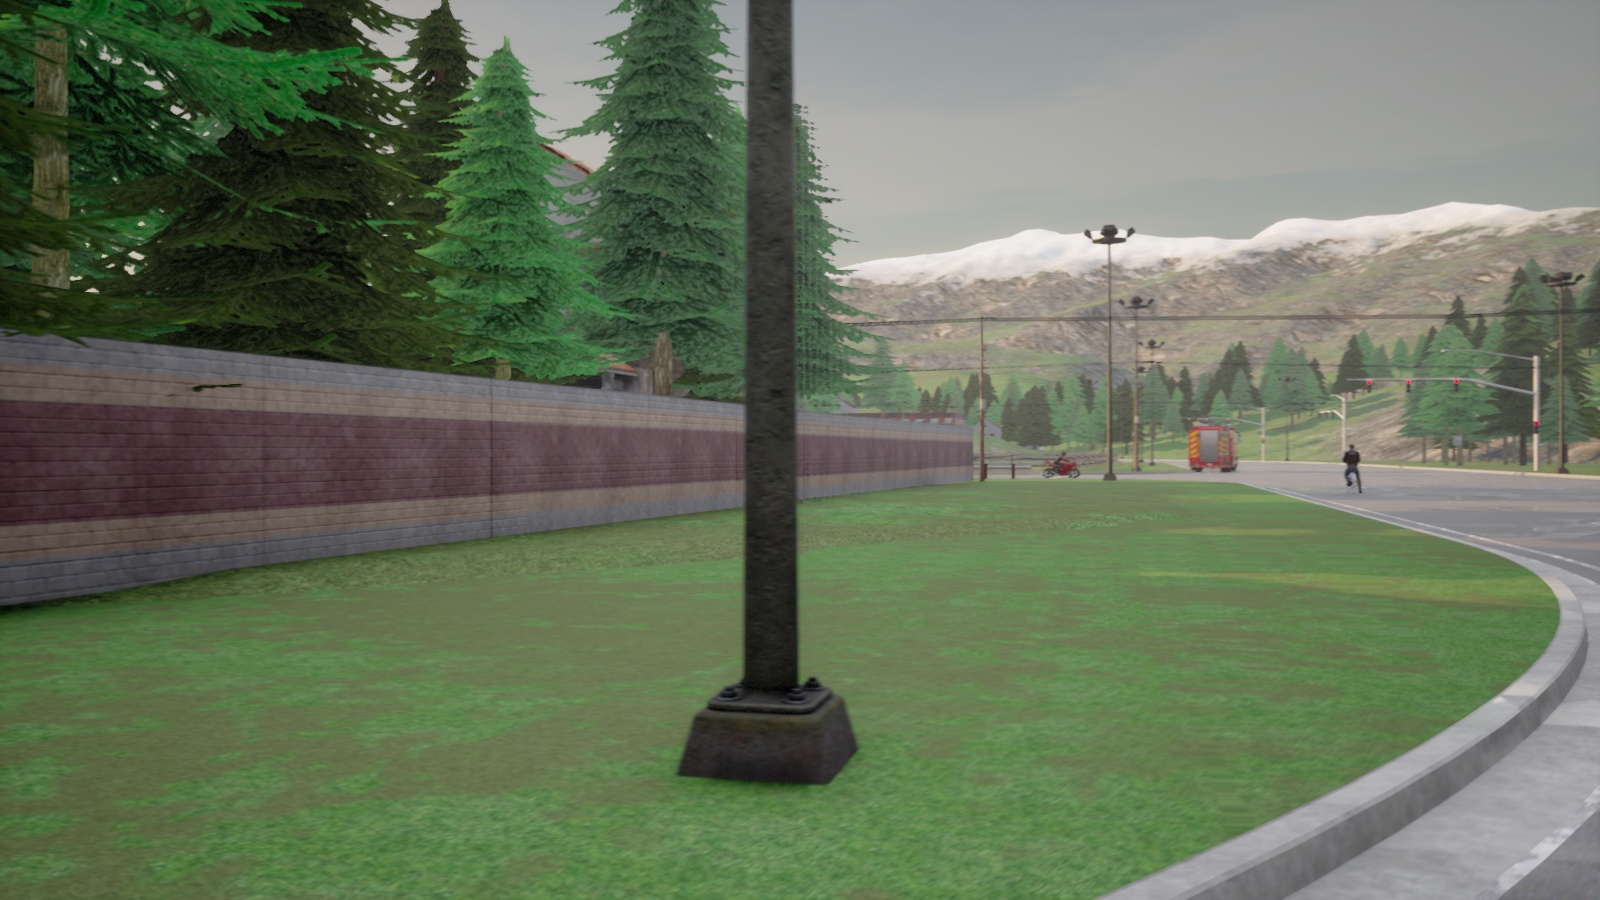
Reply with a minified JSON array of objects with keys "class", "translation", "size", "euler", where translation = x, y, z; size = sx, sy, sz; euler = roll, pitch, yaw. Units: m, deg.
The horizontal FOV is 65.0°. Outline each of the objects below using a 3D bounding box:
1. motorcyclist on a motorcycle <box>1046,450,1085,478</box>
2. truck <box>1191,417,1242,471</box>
[{"class":"motorcyclist on a motorcycle","translation":[14.524,0.767,68.731],"size":[2.044,1.523,0.797],"euler":[0,-1,12]},{"class":"truck","translation":[30.959,-0.420,93.160],"size":[2.891,3.827,8.468],"euler":[-1,0,23]}]
